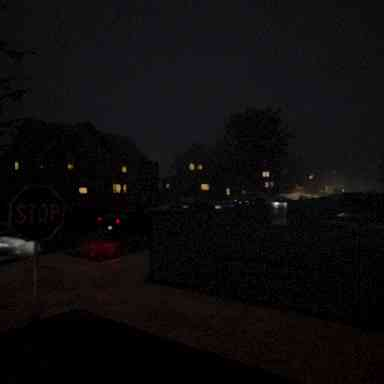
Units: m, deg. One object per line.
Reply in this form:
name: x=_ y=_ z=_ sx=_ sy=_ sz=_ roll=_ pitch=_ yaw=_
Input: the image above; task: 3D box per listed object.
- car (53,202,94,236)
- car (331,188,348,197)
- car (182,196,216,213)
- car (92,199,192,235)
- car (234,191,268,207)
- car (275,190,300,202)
car: x=-5.803 y=1.214 z=16.559 sx=2.033 sy=1.411 sz=5.357 roll=1 pitch=2 yaw=34
car: x=23.111 y=0.154 z=51.964 sx=1.837 sy=1.490 sz=4.892 roll=1 pitch=2 yaw=35
car: x=0.001 y=0.995 z=24.712 sx=1.994 sy=1.385 sz=4.181 roll=1 pitch=2 yaw=36
car: x=-2.341 y=1.261 z=16.741 sx=1.895 sy=1.301 sz=4.718 roll=1 pitch=2 yaw=38
car: x=5.886 y=0.698 z=32.940 sx=1.837 sy=1.490 sz=4.892 roll=1 pitch=2 yaw=36
car: x=11.921 y=0.479 z=41.311 sx=1.812 sy=1.442 sz=4.674 roll=1 pitch=2 yaw=36
